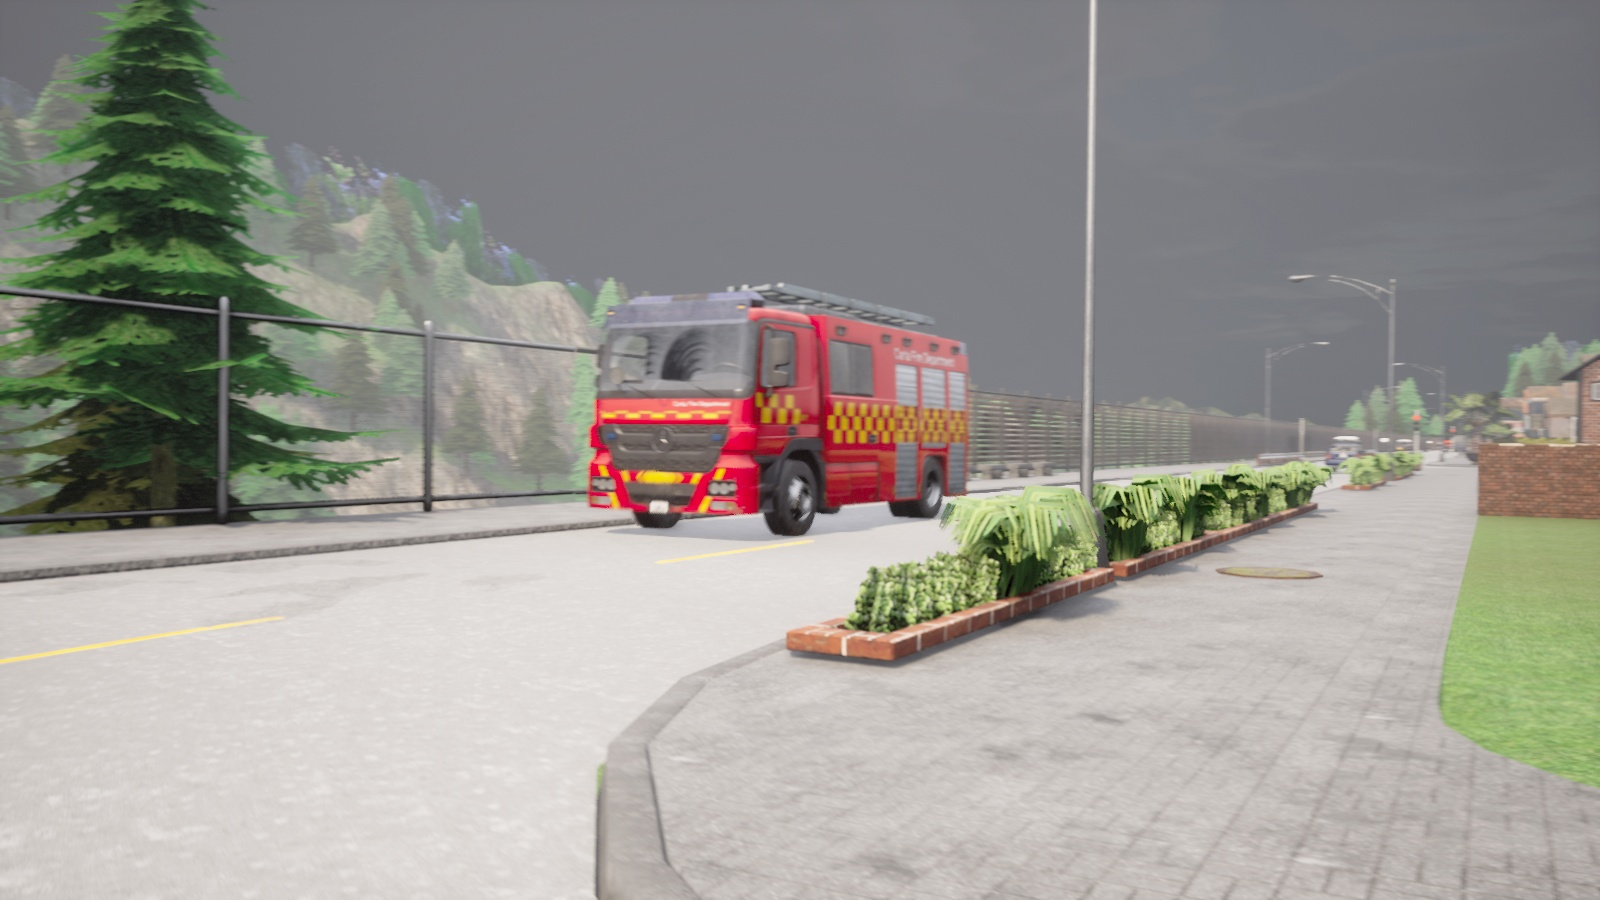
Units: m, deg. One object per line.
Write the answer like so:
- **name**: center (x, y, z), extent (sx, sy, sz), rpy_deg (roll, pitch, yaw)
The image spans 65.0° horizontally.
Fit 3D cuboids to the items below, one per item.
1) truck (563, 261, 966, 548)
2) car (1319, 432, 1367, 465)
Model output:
- **truck**: center (-0.109, -0.653, 21.180), extent (2.891, 3.827, 8.468), rpy_deg (0, 1, 29)
- **car**: center (26.605, -0.092, 61.492), extent (1.789, 1.549, 3.705), rpy_deg (0, 1, 29)
